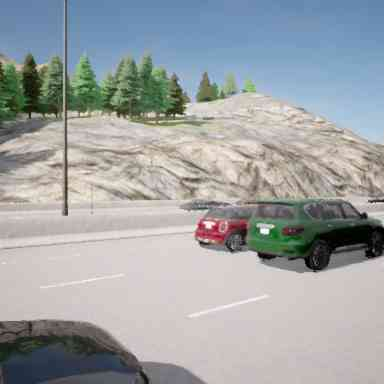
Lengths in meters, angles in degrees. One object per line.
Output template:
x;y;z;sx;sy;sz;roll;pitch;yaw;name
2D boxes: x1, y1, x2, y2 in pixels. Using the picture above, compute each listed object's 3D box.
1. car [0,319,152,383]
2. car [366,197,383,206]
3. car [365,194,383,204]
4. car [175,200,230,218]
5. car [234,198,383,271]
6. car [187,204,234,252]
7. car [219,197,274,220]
-2.279;1.564;2.118;4.181;1.385;1.994;0;0;-36;car
32.167;1.600;57.218;4.718;1.301;1.895;0;0;-35;car
35.486;1.355;63.876;4.553;1.767;2.097;0;0;-36;car
1.008;1.505;30.590;4.892;1.490;1.837;0;0;-36;car
4.266;1.221;11.130;5.566;2.045;2.150;0;0;-36;car
2.367;1.351;14.079;4.553;1.767;2.097;0;0;-36;car
4.815;1.352;29.016;4.553;1.767;2.097;0;0;-36;car
